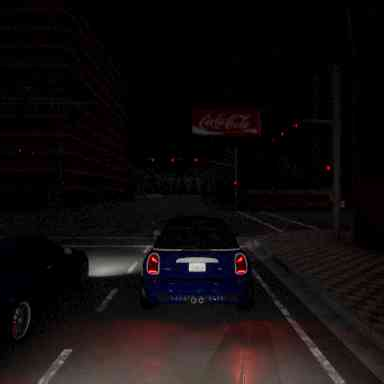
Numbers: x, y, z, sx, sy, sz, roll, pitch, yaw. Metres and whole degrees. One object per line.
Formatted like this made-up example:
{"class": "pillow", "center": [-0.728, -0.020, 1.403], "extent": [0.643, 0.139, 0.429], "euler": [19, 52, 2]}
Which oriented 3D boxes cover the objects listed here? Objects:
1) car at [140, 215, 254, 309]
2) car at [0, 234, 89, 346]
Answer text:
{"class": "car", "center": [0.089, 1.350, 8.018], "extent": [2.097, 1.767, 4.553], "euler": [0, 0, 0]}
{"class": "car", "center": [-3.418, 1.524, 6.224], "extent": [1.812, 1.442, 4.674], "euler": [0, 0, 0]}
